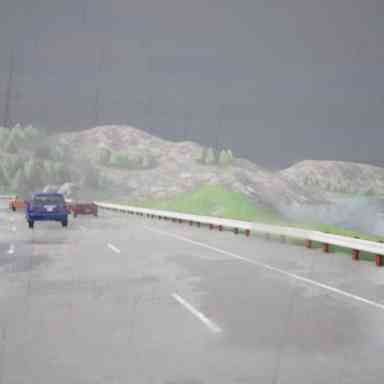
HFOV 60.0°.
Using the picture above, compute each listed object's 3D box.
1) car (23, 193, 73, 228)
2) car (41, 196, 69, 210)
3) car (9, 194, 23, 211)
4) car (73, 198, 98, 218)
[{"bbox_3d":[-9.319,1.052,21.170,2.150,2.045,5.566,0,0,-28],"label":"car"},{"bbox_3d":[-15.966,1.244,38.560,2.033,1.411,5.357,0,0,-34],"label":"car"},{"bbox_3d":[-18.237,1.046,35.656,2.097,1.767,4.553,0,0,-33],"label":"car"},{"bbox_3d":[-9.459,1.272,28.353,1.882,1.535,5.008,0,0,-30],"label":"car"}]
